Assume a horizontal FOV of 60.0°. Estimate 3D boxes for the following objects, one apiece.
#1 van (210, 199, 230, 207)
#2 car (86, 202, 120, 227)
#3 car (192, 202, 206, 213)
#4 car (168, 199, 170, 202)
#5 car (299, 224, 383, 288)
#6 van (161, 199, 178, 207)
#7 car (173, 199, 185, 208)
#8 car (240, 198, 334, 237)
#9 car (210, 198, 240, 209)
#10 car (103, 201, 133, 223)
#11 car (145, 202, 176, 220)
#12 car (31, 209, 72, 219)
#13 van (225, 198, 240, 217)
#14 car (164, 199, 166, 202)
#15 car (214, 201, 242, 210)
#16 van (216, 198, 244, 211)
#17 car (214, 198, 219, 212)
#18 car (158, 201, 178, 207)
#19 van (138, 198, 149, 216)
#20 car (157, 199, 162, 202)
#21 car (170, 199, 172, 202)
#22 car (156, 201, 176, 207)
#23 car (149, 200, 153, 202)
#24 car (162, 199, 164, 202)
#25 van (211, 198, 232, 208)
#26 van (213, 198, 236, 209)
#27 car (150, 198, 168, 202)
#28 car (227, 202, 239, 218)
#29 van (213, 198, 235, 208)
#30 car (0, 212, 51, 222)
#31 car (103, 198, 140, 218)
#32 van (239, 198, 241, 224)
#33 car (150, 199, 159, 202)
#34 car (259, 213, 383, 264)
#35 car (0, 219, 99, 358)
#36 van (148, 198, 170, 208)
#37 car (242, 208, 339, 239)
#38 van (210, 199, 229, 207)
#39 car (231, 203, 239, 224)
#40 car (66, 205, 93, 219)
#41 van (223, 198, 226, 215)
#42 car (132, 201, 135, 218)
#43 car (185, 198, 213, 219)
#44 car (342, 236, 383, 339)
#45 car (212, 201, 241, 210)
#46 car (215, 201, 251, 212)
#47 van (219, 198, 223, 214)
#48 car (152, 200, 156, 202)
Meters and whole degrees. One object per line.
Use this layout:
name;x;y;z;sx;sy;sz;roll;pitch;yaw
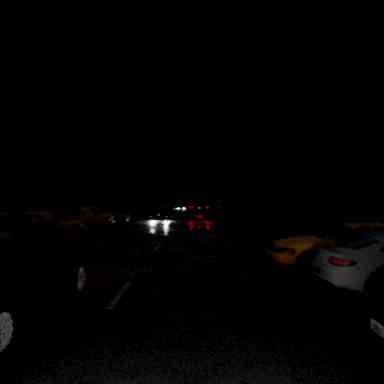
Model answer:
van;6.420;2.547;76.778;4.442;1.987;1.878;0;-2;1
car;-7.816;1.663;21.841;5.366;1.575;1.946;0;-1;1
car;1.001;2.149;46.728;1.837;1.490;4.892;0;-1;1
car;-6.897;2.222;60.562;4.553;1.767;2.185;0;-1;1
car;5.166;1.613;7.567;4.674;1.452;2.002;0;-1;1
van;-6.147;2.987;91.064;4.442;1.987;1.878;0;-2;1
car;-2.165;2.559;68.721;2.128;1.511;4.902;0;-1;1
car;5.363;1.404;15.877;5.566;2.045;2.435;0;-1;1
car;6.238;2.195;63.073;5.566;2.045;2.435;0;-1;1
car;-7.393;1.696;24.486;5.366;1.575;1.946;0;-1;1
car;-2.927;1.915;31.753;1.994;1.385;4.181;0;-1;2
car;-7.792;1.582;13.390;4.892;1.521;2.231;0;-1;1
van;5.499;1.603;29.703;4.442;1.987;1.878;0;-1;1
car;-7.037;2.194;52.234;4.892;1.521;2.231;0;-1;1
car;6.152;2.381;57.403;4.674;1.452;2.002;0;-1;1
van;6.219;2.067;54.762;4.442;1.987;1.878;0;-1;1
car;5.799;1.781;40.794;5.566;2.045;2.435;0;-1;1
car;-6.314;3.116;88.284;5.008;1.535;2.097;0;-2;1
van;-7.242;1.658;35.585;4.442;1.987;1.878;0;-1;1
car;-7.325;2.086;46.687;5.366;1.575;1.946;0;-1;1
car;-6.817;2.399;63.335;5.008;1.535;2.097;0;-1;1
car;-6.459;2.953;82.737;4.792;1.488;2.163;0;-2;1
car;-7.334;1.965;38.358;4.792;1.488;2.163;0;-1;1
car;-7.079;2.143;49.458;4.892;1.521;2.231;0;-1;1
van;6.314;2.375;71.390;4.442;1.987;1.878;0;-2;1
van;6.438;2.273;65.839;4.442;1.987;1.878;0;-1;1
car;-7.161;2.241;55.012;5.366;1.575;1.946;0;-1;1
car;5.581;1.814;26.945;4.792;1.488;2.163;0;-1;1
van;6.490;2.322;68.483;4.442;1.987;1.878;0;-1;1
car;-7.667;1.551;10.611;5.366;1.575;1.946;0;-1;1
car;-7.437;1.658;30.036;4.553;1.767;2.185;0;-1;1
van;5.563;1.488;21.537;4.442;1.987;1.878;0;-1;1
car;-7.224;2.068;43.908;4.792;1.488;2.163;0;-1;1
car;5.038;1.596;10.341;5.366;1.575;1.946;0;-1;1
car;-3.499;1.524;6.200;1.882;1.535;5.008;0;-1;1
van;-6.817;2.277;68.891;4.442;1.987;1.878;0;-1;1
car;5.360;1.712;18.644;4.792;1.488;2.163;0;-1;1
van;6.763;2.739;82.308;4.442;1.987;1.878;0;-2;1
car;5.529;1.776;24.306;4.792;1.488;2.163;0;-1;1
car;-7.928;1.604;16.169;5.366;1.575;1.946;0;-1;1
van;5.834;1.704;35.253;4.442;1.987;1.878;0;-1;1
car;-7.530;1.739;27.256;4.892;1.521;2.231;0;-1;1
car;0.748;1.629;33.965;2.150;2.045;5.566;0;-1;1
car;5.085;1.575;4.798;4.792;1.488;2.163;0;-1;1
car;6.203;2.393;60.174;5.008;1.535;2.097;0;-1;1
car;5.984;2.187;49.097;5.008;1.535;2.097;0;-1;1
van;5.655;1.755;38.027;4.442;1.987;1.878;0;-1;1
car;-7.279;2.016;41.133;4.792;1.488;2.163;0;-1;1
